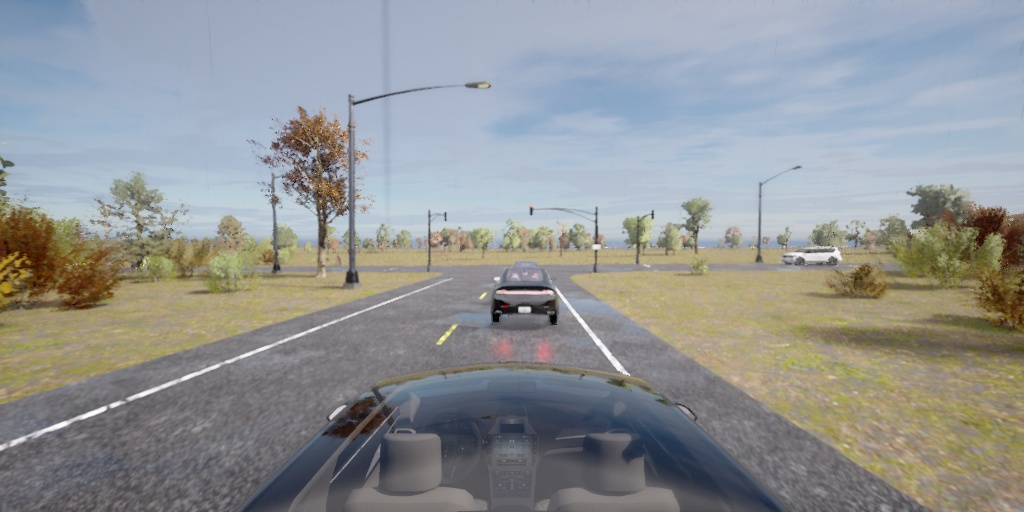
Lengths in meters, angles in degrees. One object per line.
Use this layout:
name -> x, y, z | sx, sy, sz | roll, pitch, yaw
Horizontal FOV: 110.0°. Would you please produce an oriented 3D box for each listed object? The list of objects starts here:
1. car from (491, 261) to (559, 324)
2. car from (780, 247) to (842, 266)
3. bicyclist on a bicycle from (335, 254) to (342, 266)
car -> 0.406, 1.099, 11.389 | 2.128, 1.511, 4.902 | 0, 1, 2
car -> 33.515, 0.021, 40.249 | 5.566, 2.045, 2.150 | 0, 2, 6
bicyclist on a bicycle -> -24.412, 0.594, 50.431 | 0.582, 1.620, 1.656 | 0, 1, 6
